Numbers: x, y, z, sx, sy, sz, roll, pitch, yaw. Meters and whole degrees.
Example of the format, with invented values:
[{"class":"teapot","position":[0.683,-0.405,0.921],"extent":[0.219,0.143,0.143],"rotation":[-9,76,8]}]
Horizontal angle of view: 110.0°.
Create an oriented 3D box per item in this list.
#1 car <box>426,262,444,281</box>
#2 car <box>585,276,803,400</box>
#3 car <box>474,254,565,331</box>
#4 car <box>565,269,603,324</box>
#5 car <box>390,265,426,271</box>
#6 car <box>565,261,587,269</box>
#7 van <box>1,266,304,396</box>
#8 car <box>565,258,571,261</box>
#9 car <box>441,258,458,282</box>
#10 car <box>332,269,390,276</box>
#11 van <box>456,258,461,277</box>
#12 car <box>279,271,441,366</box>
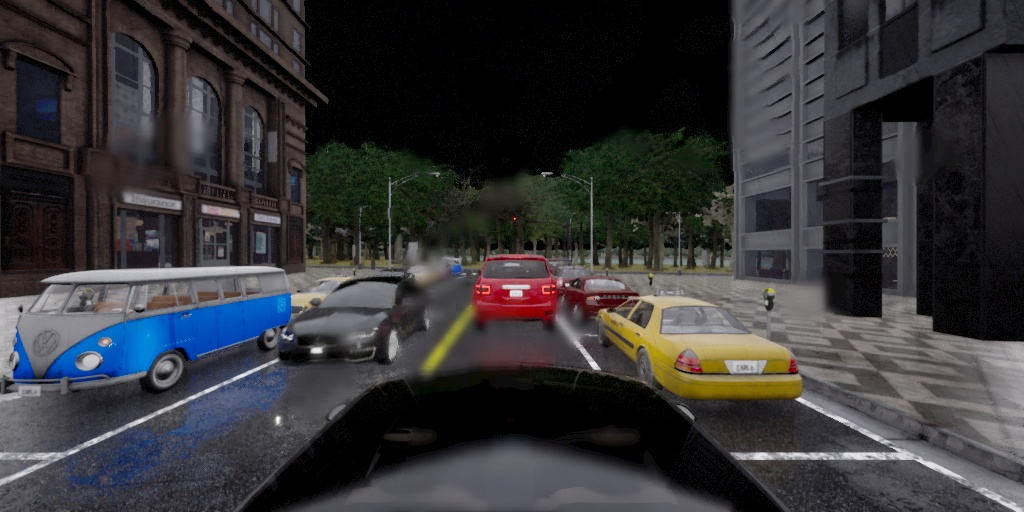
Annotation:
[{"class":"car","position":[-5.761,1.276,22.525],"extent":[1.751,1.417,4.829],"rotation":[0,0,0]},{"class":"car","position":[2.763,1.275,6.552],"extent":[1.751,1.417,4.829],"rotation":[0,0,0]},{"class":"car","position":[0.104,0.971,11.077],"extent":[2.150,2.045,5.566],"rotation":[0,0,0]},{"class":"car","position":[2.763,1.294,11.819],"extent":[1.888,1.381,4.507],"rotation":[0,0,0]},{"class":"car","position":[-5.762,1.315,17.258],"extent":[1.948,1.339,4.313],"rotation":[0,0,0]},{"class":"car","position":[2.764,1.189,17.257],"extent":[1.967,1.591,4.097],"rotation":[0,0,0]},{"class":"van","position":[-5.763,1.090,6.383],"extent":[1.690,1.789,3.998],"rotation":[0,0,0]},{"class":"car","position":[2.764,1.065,22.694],"extent":[2.192,1.841,5.009],"rotation":[0,0,0]},{"class":"car","position":[-5.760,1.191,28.133],"extent":[1.967,1.591,4.097],"rotation":[0,0,0]},{"class":"car","position":[-5.762,1.275,11.651],"extent":[1.751,1.417,4.829],"rotation":[0,0,0]},{"class":"van","position":[-5.760,1.093,33.570],"extent":[1.690,1.789,3.998],"rotation":[0,0,0]},{"class":"car","position":[-3.099,1.254,8.135],"extent":[1.837,1.490,4.892],"rotation":[0,0,0]}]
